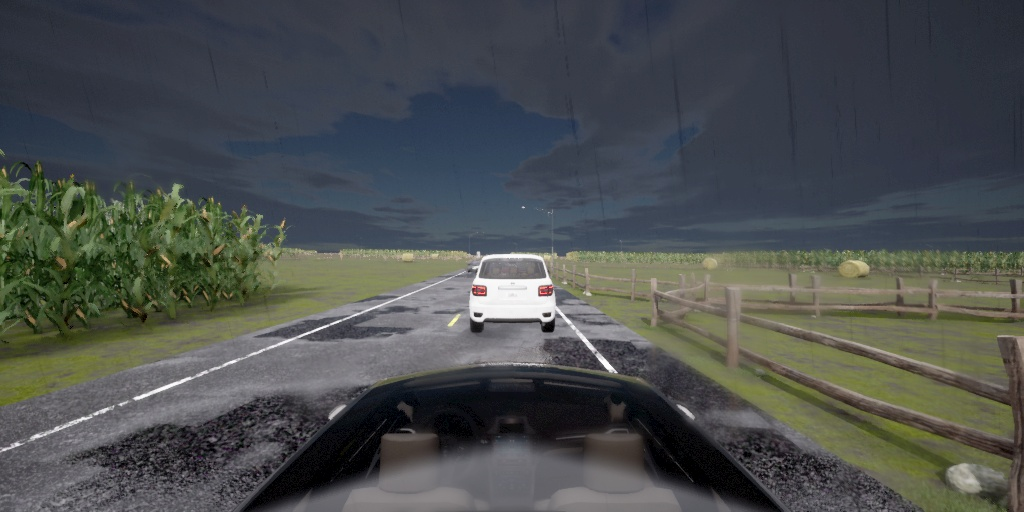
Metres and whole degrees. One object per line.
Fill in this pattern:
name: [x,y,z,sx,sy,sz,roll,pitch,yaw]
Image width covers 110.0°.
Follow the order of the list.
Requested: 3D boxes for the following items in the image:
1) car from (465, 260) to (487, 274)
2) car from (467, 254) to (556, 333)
car: [-4.110,1.219,41.463,2.128,1.511,4.902,0,0,-1]
car: [0.016,0.972,10.909,2.150,2.045,5.566,0,0,0]
